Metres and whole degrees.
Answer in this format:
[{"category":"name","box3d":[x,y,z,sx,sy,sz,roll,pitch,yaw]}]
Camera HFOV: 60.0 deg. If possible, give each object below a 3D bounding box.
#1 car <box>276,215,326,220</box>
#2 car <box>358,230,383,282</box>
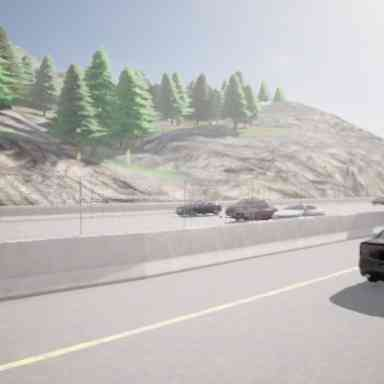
[{"category":"car","box3d":[7.576,1.535,23.324,4.674,1.442,1.812,0,0,-39]},{"category":"car","box3d":[6.239,1.475,8.633,5.008,1.535,1.882,0,0,-38]}]
